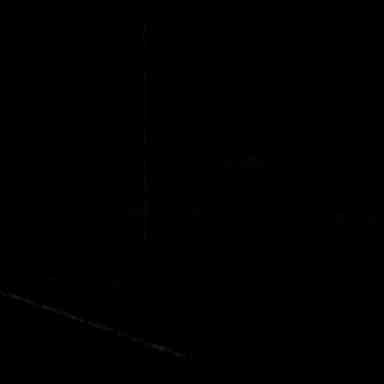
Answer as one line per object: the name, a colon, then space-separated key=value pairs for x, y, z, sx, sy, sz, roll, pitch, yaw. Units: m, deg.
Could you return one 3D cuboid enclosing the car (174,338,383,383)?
car: x=1.678 y=1.564 z=1.765 sx=4.313 sy=1.339 sz=1.947 roll=0 pitch=0 yaw=36
